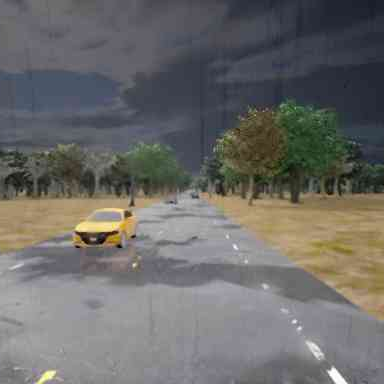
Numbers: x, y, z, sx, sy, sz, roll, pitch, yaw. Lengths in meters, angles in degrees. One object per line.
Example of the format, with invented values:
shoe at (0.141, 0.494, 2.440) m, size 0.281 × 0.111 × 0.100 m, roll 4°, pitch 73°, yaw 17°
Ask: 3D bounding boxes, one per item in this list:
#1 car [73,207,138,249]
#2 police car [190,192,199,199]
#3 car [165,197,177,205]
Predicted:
car at (-3.600, 1.457, 14.625) m, size 1.882 × 1.535 × 5.008 m, roll 0°, pitch 0°, yaw 0°
police car at (1.052, 1.212, 93.893) m, size 1.930 × 1.638 × 5.238 m, roll 0°, pitch 0°, yaw 0°
car at (-3.552, 1.464, 57.041) m, size 1.994 × 1.385 × 4.181 m, roll 0°, pitch 0°, yaw 0°
